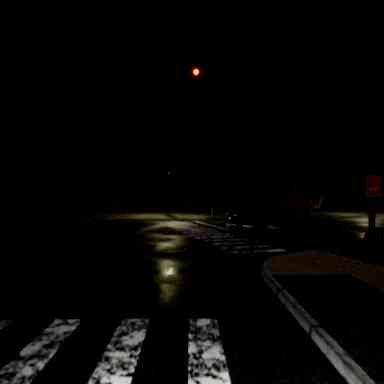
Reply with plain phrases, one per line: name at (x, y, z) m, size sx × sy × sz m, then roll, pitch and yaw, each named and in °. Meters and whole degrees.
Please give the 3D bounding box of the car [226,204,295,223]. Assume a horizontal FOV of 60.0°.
car at (5.365, 1.648, 26.014) m, size 5.357 × 1.411 × 2.033 m, roll 1°, pitch 0°, yaw -19°
